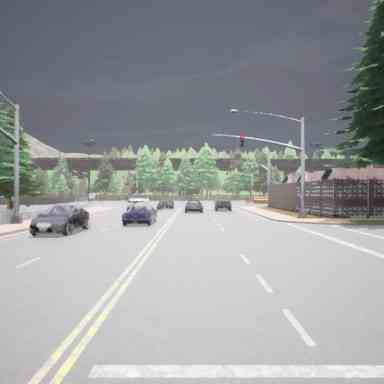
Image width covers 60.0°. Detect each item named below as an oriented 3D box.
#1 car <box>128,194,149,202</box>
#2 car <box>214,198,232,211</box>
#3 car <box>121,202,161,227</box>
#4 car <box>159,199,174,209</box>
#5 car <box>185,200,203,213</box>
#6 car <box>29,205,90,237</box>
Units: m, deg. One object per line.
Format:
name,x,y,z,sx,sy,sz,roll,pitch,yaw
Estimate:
car,-6.876,1.221,43.219,2.150,2.045,5.566,0,0,0
car,3.732,1.505,40.416,1.837,1.490,4.892,0,0,1
car,-3.531,1.601,22.972,1.895,1.301,4.718,0,0,0
car,-3.371,1.576,43.716,1.994,1.385,4.181,0,0,0
car,0.209,1.564,36.970,1.994,1.385,4.181,0,0,0
car,-7.046,1.491,18.193,2.128,1.511,4.902,0,0,0
